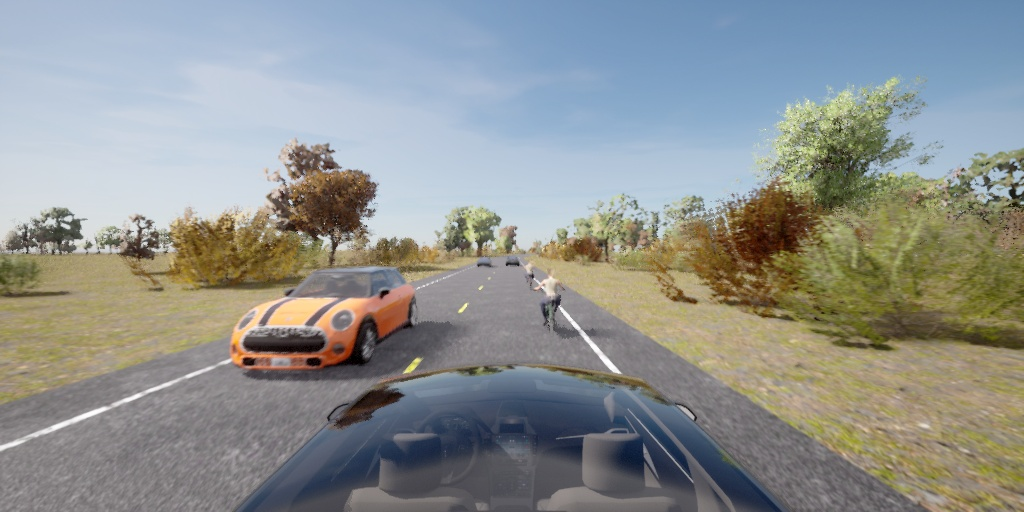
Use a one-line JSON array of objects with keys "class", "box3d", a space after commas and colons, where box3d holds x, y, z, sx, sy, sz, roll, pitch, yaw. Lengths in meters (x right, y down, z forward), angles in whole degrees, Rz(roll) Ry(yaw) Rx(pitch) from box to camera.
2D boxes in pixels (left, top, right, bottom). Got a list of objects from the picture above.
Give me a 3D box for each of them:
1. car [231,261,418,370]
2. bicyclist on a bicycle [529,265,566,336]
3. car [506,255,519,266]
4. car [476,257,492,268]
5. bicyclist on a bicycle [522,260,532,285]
[{"class": "car", "box3d": [-3.596, 1.039, 7.820, 2.097, 1.767, 4.553, 0, 1, 0]}, {"class": "bicyclist on a bicycle", "box3d": [0.977, 1.109, 9.147, 0.866, 1.612, 1.509, 0, 1, 0]}, {"class": "car", "box3d": [0.091, 0.734, 53.554, 1.994, 1.385, 4.181, 0, 1, 0]}, {"class": "car", "box3d": [-3.582, 0.792, 47.295, 2.033, 1.411, 5.357, 0, 1, 0]}, {"class": "bicyclist on a bicycle", "box3d": [0.940, 1.003, 19.029, 0.866, 1.612, 1.509, 0, 1, 0]}]
